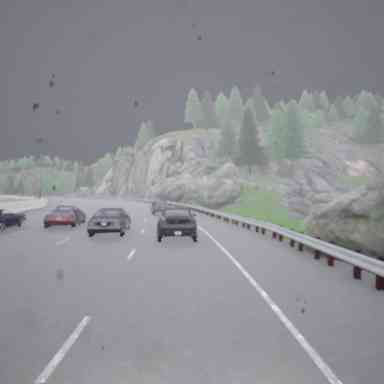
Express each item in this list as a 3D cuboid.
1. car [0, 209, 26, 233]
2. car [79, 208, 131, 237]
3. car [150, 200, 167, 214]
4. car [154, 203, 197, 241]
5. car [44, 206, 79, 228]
[{"bbox_3d":[-11.657,1.644,19.798,1.895,1.301,4.718,0,0,-6],"label":"car"},{"bbox_3d":[-4.455,1.575,18.355,2.033,1.411,5.357,0,0,-6],"label":"car"},{"bbox_3d":[-3.409,1.588,35.372,2.033,1.411,5.357,0,0,-11],"label":"car"},{"bbox_3d":[-0.811,1.523,16.729,1.837,1.490,4.892,0,0,-5],"label":"car"},{"bbox_3d":[-8.489,1.603,22.523,1.994,1.385,4.181,0,0,-7],"label":"car"}]
